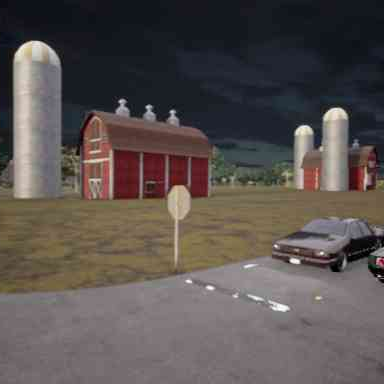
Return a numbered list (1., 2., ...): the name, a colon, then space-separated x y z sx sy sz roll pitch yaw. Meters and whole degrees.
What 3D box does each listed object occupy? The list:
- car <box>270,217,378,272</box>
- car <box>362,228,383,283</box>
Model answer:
1. car: 4.837 1.576 11.170 5.357 1.411 2.033 1 1 -43
2. car: 6.427 1.682 8.753 4.718 1.301 1.895 1 1 -43
